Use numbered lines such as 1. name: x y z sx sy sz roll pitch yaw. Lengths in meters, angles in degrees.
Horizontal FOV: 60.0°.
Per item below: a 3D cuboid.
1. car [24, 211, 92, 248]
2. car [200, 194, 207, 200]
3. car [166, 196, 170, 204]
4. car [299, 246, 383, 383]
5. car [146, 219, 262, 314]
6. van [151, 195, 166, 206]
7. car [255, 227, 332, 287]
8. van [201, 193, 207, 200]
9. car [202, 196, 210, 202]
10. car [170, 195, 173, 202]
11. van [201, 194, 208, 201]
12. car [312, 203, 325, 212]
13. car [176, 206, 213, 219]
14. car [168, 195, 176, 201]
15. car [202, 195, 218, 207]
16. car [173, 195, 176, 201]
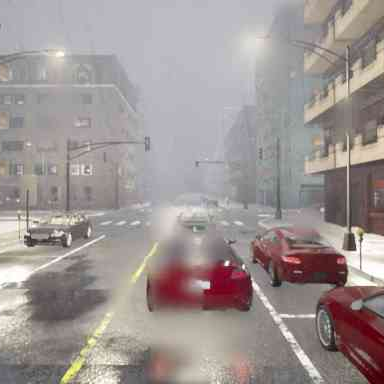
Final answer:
1. car: -5.747 1.551 14.727 2.008 1.369 4.403 1 0 0
2. car: 3.085 1.544 69.685 2.008 1.369 4.403 1 0 0
3. car: -5.385 1.562 58.434 1.947 1.339 4.313 1 0 0
4. car: 2.672 1.582 3.304 1.802 1.307 4.206 1 0 0
5. car: 0.118 1.564 7.700 1.994 1.385 4.181 0 0 -1
6. van: -5.502 1.338 52.772 1.690 1.788 3.998 1 0 0
7. car: 2.681 1.582 8.975 1.802 1.307 4.206 1 0 0
8. van: 3.269 1.330 92.365 1.690 1.788 3.998 1 0 0
9. car: 3.129 1.574 75.355 1.802 1.307 4.206 1 0 0
10. car: -5.338 1.435 64.105 1.967 1.590 4.097 1 0 0
11. van: 3.223 1.331 86.695 1.690 1.788 3.998 1 0 0
12. car: 15.605 1.510 36.850 4.507 1.381 1.887 0 -1 1
13. car: 0.128 1.601 16.518 1.895 1.301 4.718 0 0 0
14. car: -5.160 1.536 86.787 1.887 1.381 4.507 1 0 0
15. car: 3.044 1.547 51.097 2.008 1.369 4.403 1 0 0
16. car: -5.250 1.559 75.446 1.947 1.339 4.313 1 0 0
